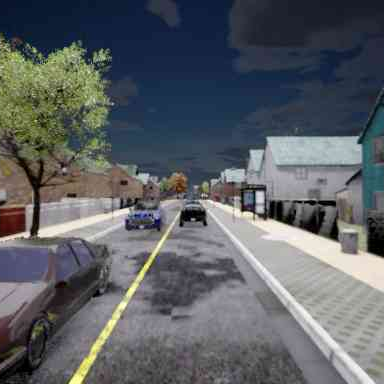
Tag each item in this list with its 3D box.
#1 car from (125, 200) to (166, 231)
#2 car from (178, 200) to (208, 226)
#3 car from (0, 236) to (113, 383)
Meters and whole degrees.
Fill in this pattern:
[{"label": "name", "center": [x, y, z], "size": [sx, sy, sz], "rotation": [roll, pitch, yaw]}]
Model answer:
[{"label": "car", "center": [-2.803, 1.381, 20.899], "size": [2.097, 1.767, 4.553], "rotation": [0, 0, 0]}, {"label": "car", "center": [0.089, 1.540, 24.013], "size": [1.837, 1.490, 4.892], "rotation": [0, 0, 0]}, {"label": "car", "center": [-2.824, 1.551, 5.901], "size": [2.033, 1.411, 5.357], "rotation": [0, 0, 0]}]
